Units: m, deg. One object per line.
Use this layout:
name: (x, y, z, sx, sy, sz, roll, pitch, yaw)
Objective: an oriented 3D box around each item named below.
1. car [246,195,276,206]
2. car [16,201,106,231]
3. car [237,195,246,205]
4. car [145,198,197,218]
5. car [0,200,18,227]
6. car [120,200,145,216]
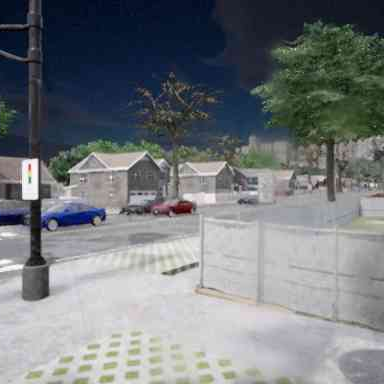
car: (9.733, 0.972, 45.440, 2.097, 1.767, 4.553, 0, 1, 35)
car: (-7.500, 1.390, 20.117, 1.882, 1.535, 5.008, 0, 0, 34)
car: (8.567, 1.145, 49.470, 2.033, 1.411, 5.357, 0, 1, 34)
car: (-1.499, 1.329, 28.959, 1.882, 1.535, 5.008, 0, 0, 34)
car: (-11.736, 1.293, 19.631, 2.097, 1.767, 4.553, 0, 0, 34)
car: (-4.198, 1.418, 30.769, 2.033, 1.411, 5.357, 0, 0, 34)
